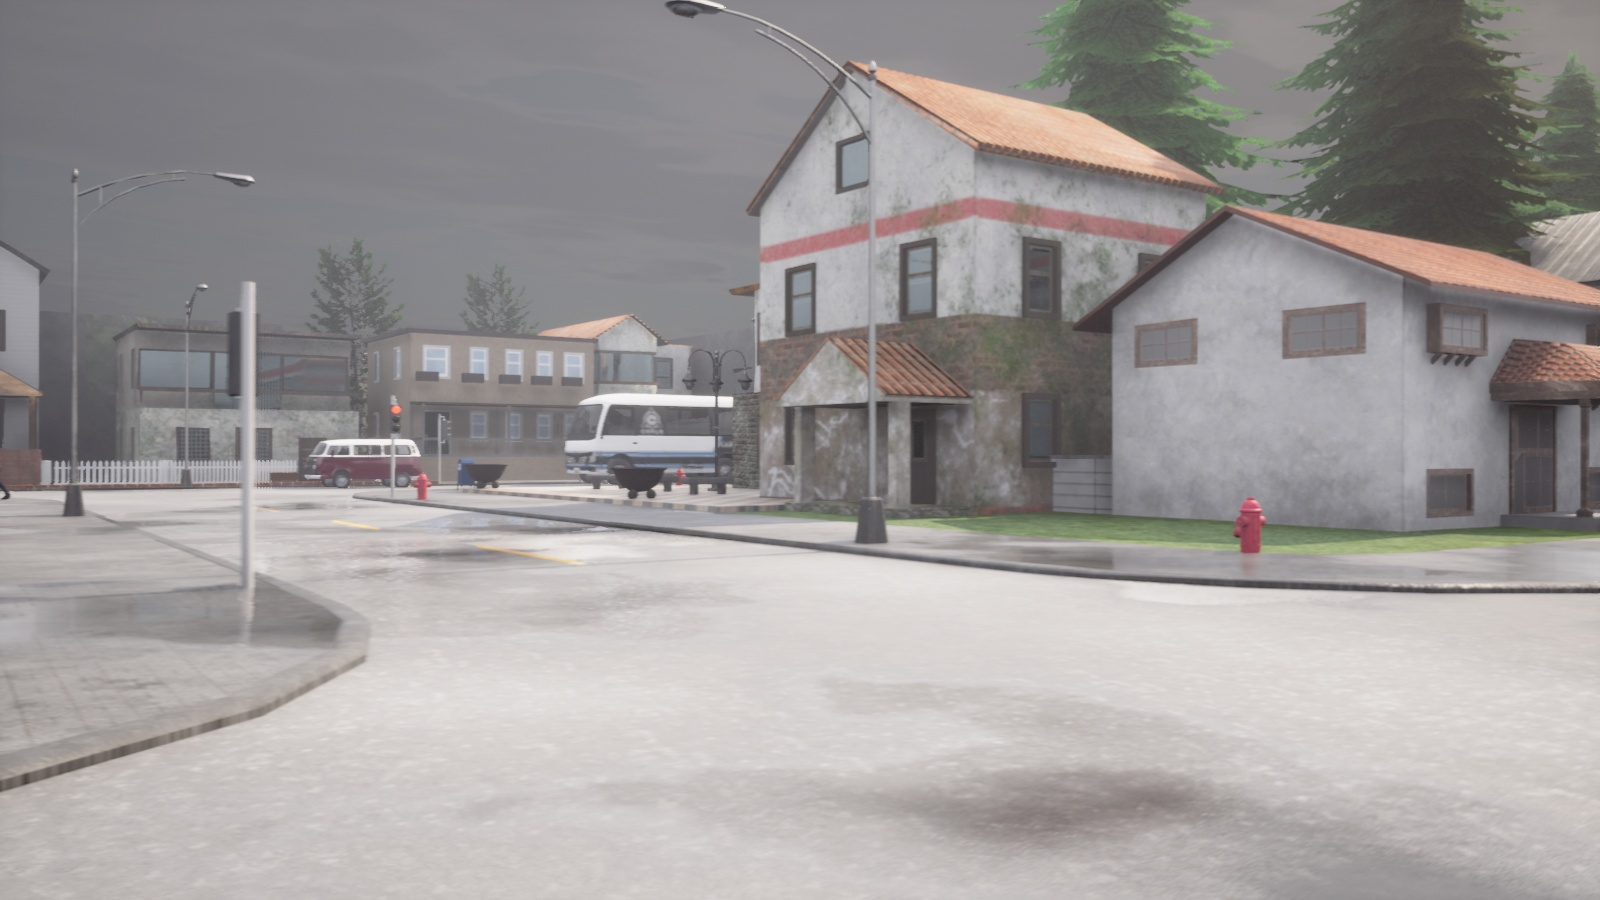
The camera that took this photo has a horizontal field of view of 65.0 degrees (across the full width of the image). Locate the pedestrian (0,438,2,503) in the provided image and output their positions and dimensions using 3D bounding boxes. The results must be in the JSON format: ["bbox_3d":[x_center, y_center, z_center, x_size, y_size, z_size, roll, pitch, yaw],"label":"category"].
[{"bbox_3d":[-23.147,0.591,35.776,0.636,1.846,0.331,0,0,-9],"label":"pedestrian"}]

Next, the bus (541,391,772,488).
[{"bbox_3d":[-6.684,-0.470,59.690,10.273,4.253,3.944,0,0,-35],"label":"bus"}]

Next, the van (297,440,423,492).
[{"bbox_3d":[-18.081,0.634,51.695,4.480,2.038,2.069,0,0,-36],"label":"van"}]
